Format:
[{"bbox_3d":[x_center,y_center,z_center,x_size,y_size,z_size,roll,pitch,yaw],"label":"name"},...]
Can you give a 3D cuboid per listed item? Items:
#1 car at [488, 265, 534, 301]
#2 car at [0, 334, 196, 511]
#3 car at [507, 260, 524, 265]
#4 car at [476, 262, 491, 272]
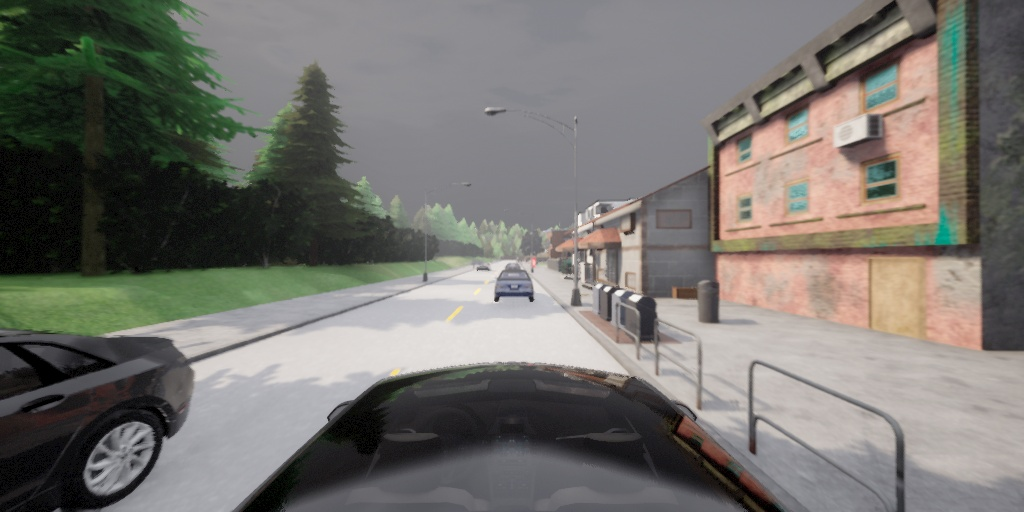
[{"bbox_3d":[0.097,1.372,17.835,2.033,1.411,5.357,0,0,0],"label":"car"},{"bbox_3d":[-4.101,1.252,1.555,1.837,1.490,4.892,0,0,0],"label":"car"},{"bbox_3d":[0.085,1.478,40.652,2.033,1.411,5.357,0,0,0],"label":"car"},{"bbox_3d":[-4.090,1.582,51.785,1.895,1.301,4.718,0,0,0],"label":"car"}]
